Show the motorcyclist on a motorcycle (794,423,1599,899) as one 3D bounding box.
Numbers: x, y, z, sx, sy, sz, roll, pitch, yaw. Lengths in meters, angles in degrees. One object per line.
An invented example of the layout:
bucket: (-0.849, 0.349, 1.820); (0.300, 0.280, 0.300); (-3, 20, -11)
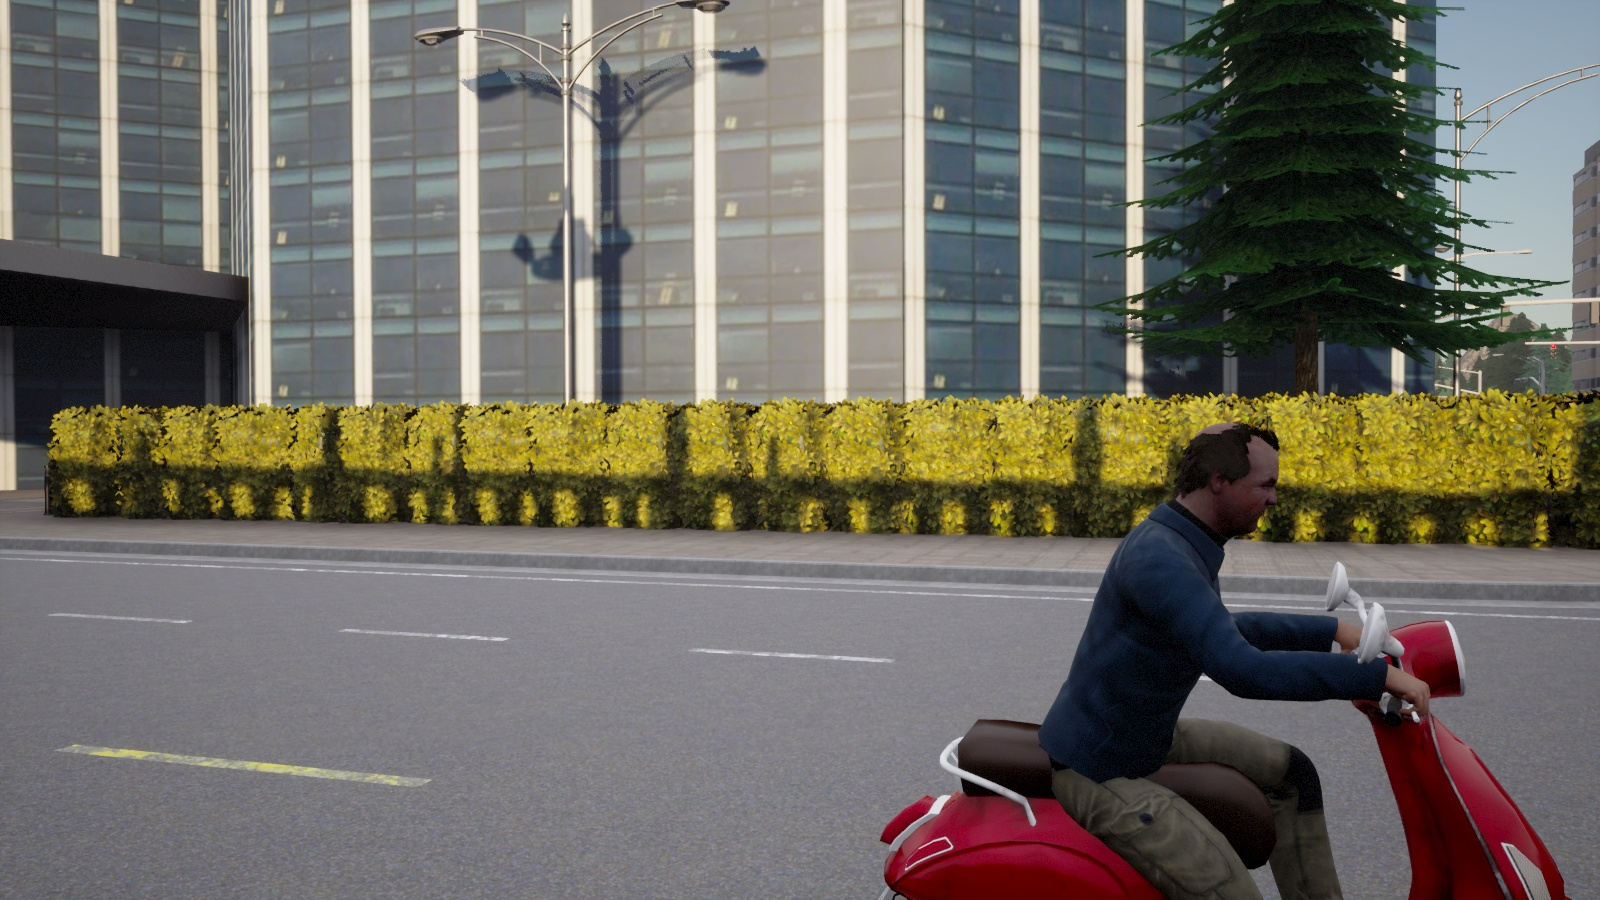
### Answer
motorcyclist on a motorcycle: (0.986, 0.738, 2.871); (1.817, 1.590, 0.866); (1, 1, 18)
